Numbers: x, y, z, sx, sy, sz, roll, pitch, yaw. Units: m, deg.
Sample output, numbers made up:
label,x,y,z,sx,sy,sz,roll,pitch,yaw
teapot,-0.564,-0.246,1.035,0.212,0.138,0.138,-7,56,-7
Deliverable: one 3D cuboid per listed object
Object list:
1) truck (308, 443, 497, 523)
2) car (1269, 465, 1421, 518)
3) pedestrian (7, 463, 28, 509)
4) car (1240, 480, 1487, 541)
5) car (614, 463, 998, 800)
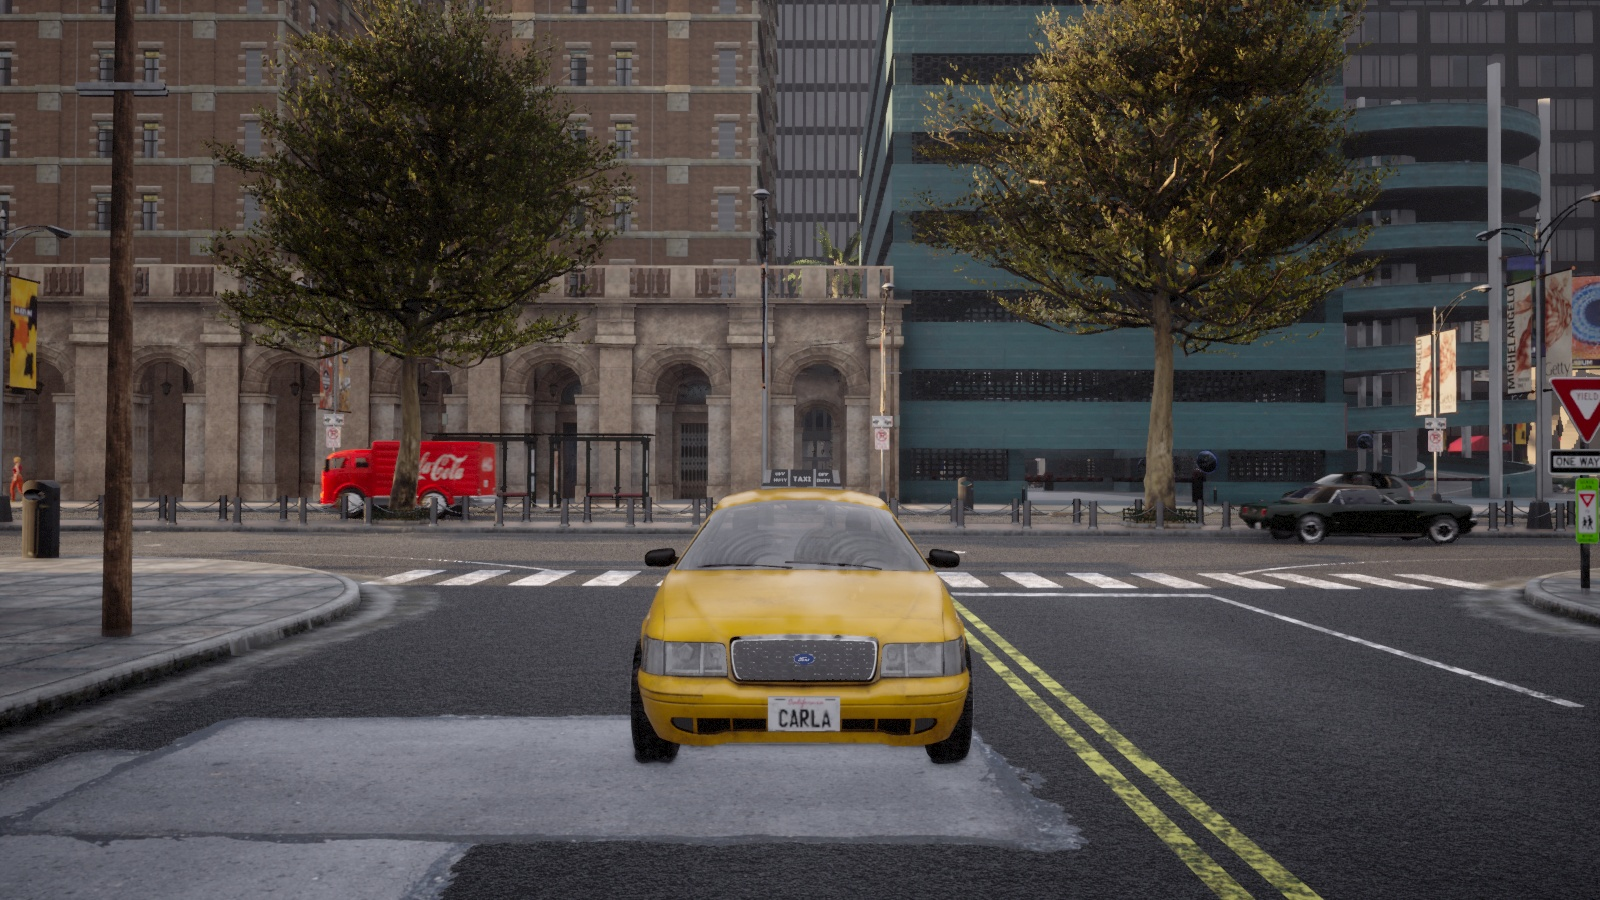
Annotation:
label,x,y,z,sx,sy,sz,roll,pitch,yaw
truck,-12.631,1.052,40.224,5.204,2.467,2.627,0,-1,1
car,17.212,1.310,39.807,3.988,1.617,1.851,0,-1,1
pedestrian,-31.002,1.429,49.739,0.594,1.836,0.345,0,-1,1
car,12.638,1.340,28.366,4.718,1.301,1.895,0,-1,1
car,0.017,0.898,8.599,1.801,1.575,5.366,0,-1,0
